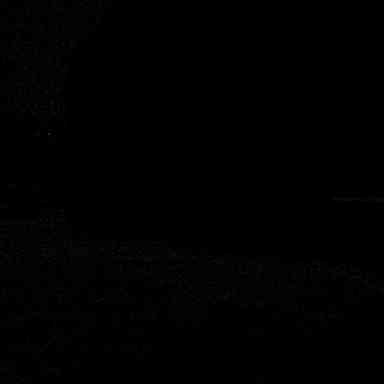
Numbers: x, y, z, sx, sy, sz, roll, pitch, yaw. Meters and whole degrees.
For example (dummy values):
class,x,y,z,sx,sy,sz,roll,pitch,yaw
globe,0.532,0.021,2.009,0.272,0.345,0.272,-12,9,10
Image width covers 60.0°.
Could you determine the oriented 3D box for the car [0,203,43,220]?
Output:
class,x,y,z,sx,sy,sz,roll,pitch,yaw
car,-14.826,1.572,27.341,1.752,1.417,4.829,-1,-1,36
